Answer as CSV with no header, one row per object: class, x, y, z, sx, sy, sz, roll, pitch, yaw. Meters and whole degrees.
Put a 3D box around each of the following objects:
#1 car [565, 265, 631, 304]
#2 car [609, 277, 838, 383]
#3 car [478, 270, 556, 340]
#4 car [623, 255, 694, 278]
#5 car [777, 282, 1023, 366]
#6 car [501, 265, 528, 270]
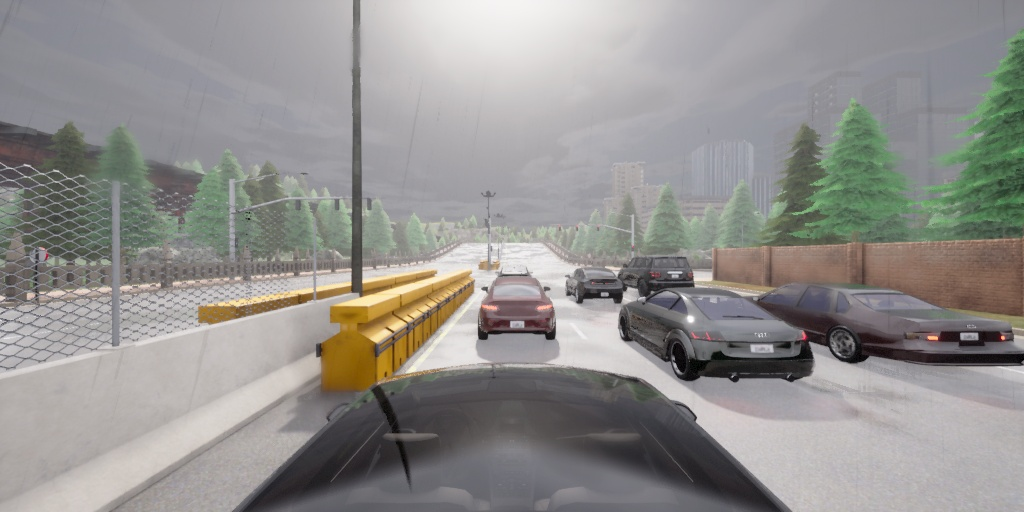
car,3.618,1.255,16.387,1.837,1.490,4.892,0,0,0
car,3.612,1.314,7.220,1.994,1.385,4.181,0,0,-1
car,0.112,1.276,9.851,1.812,1.442,4.674,0,0,0
car,7.120,0.972,18.326,2.150,2.045,5.566,0,0,0
car,7.109,1.297,8.084,2.033,1.411,5.357,0,0,0
car,0.123,1.241,19.097,2.128,1.511,4.902,0,0,0
